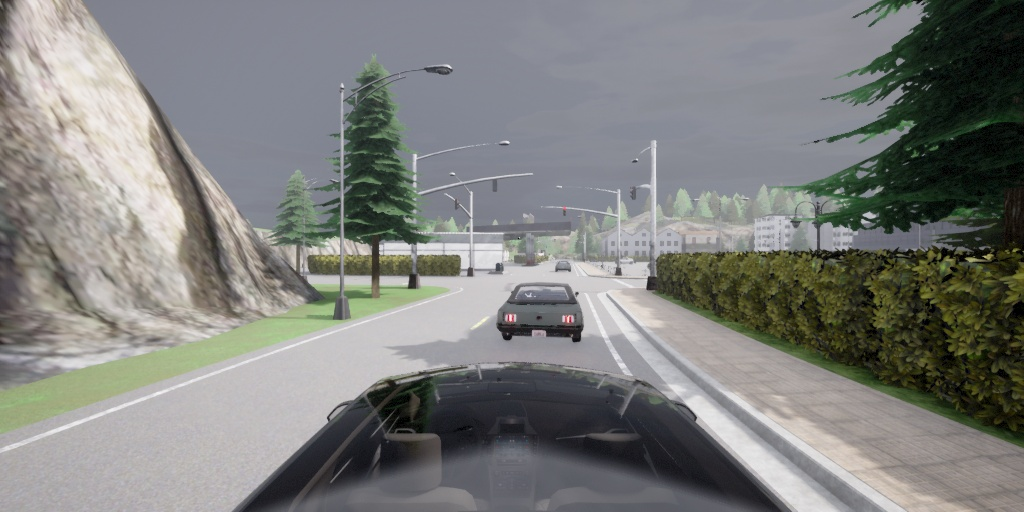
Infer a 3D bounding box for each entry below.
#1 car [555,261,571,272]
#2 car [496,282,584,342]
[{"bbox_3d":[6.549,1.314,45.804,1.994,1.385,4.181,0,0,9],"label":"car"},{"bbox_3d":[0.881,1.351,9.770,1.895,1.301,4.718,0,0,8],"label":"car"}]
